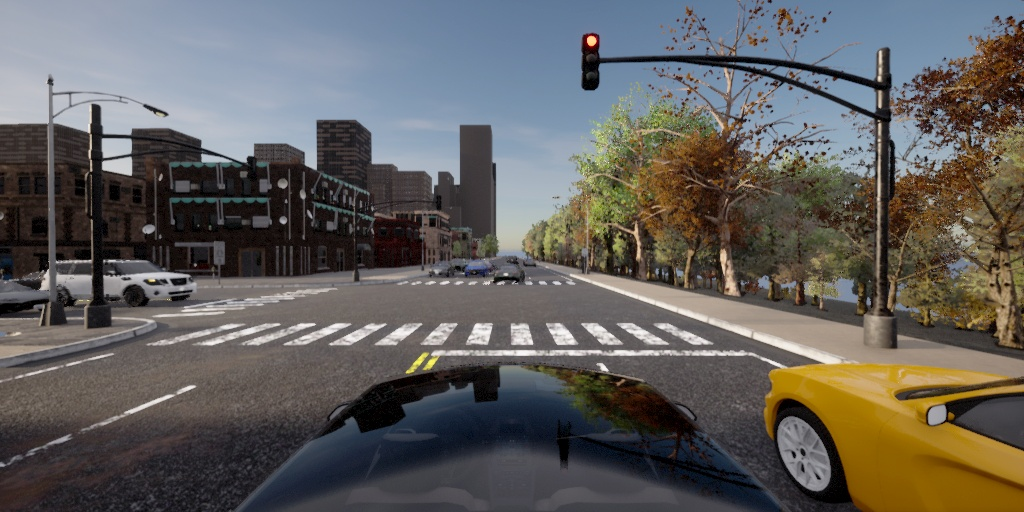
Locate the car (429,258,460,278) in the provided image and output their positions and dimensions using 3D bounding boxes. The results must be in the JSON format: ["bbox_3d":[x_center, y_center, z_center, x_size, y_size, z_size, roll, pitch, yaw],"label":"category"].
[{"bbox_3d":[-6.630,1.218,34.305,2.128,1.511,4.902,0,0,0],"label":"car"}]

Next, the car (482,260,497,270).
[{"bbox_3d":[-3.388,1.310,54.362,1.895,1.301,4.718,0,0,0],"label":"car"}]

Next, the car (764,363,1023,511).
[{"bbox_3d":[3.351,1.228,1.397,1.882,1.535,5.008,0,0,0],"label":"car"}]

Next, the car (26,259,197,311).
[{"bbox_3d":[-17.578,1.160,16.153,5.566,2.045,2.150,-1,0,1],"label":"car"}]

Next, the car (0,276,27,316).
[{"bbox_3d":[-19.961,1.560,13.498,4.313,1.339,1.948,0,0,0],"label":"car"}]

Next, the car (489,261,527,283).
[{"bbox_3d":[-0.197,1.295,27.668,1.994,1.385,4.181,0,0,7],"label":"car"}]

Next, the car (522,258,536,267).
[{"bbox_3d":[3.266,1.264,64.502,1.994,1.385,4.181,0,0,1],"label":"car"}]

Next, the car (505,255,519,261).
[{"bbox_3d":[0.021,0.919,64.311,2.150,2.045,5.566,0,0,0],"label":"car"}]

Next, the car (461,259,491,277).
[{"bbox_3d":[-3.381,1.203,34.697,1.882,1.535,5.008,0,0,0],"label":"car"}]

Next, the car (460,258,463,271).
[{"bbox_3d":[-6.641,1.070,44.179,2.097,1.767,4.553,0,0,0],"label":"car"}]
